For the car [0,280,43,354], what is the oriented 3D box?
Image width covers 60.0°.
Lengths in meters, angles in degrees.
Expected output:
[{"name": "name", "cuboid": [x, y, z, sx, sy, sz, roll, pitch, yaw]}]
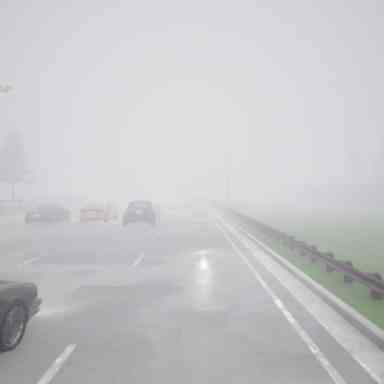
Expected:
[{"name": "car", "cuboid": [-3.400, 1.546, 3.060, 2.033, 1.411, 5.357, 0, 0, 0]}]

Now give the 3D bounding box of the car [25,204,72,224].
[{"name": "car", "cuboid": [-10.401, 1.549, 24.348, 1.994, 1.385, 4.181, 0, 0, 0]}]

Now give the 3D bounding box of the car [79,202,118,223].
[{"name": "car", "cuboid": [-6.900, 1.462, 25.072, 1.882, 1.535, 5.008, 0, 0, 0]}]

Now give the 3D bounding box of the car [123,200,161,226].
[{"name": "car", "cuboid": [-3.401, 1.337, 23.224, 2.097, 1.767, 4.553, 0, 0, 0]}]

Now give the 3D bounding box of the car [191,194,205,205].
[{"name": "car", "cuboid": [1.224, 1.440, 58.579, 1.882, 1.535, 5.008, 0, 0, 0]}]
